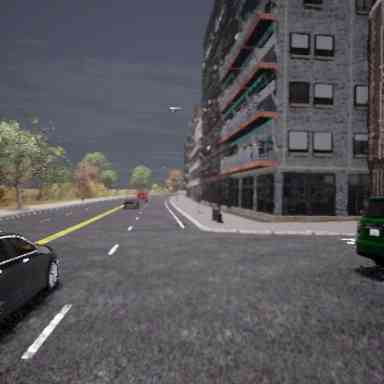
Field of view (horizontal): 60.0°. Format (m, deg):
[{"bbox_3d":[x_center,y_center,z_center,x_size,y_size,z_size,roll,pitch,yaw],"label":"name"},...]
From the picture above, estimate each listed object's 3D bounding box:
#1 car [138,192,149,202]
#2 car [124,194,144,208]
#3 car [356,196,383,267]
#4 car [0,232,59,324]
[{"bbox_3d":[-10.231,1.020,68.582,2.150,2.045,5.566,1,0,-4],"label":"car"},{"bbox_3d":[-7.869,1.346,43.680,2.128,1.511,4.902,1,0,-6],"label":"car"},{"bbox_3d":[7.165,1.089,8.688,5.566,2.045,2.150,0,-2,-10],"label":"car"},{"bbox_3d":[-3.867,1.440,5.868,1.837,1.490,4.892,1,0,-5],"label":"car"}]
